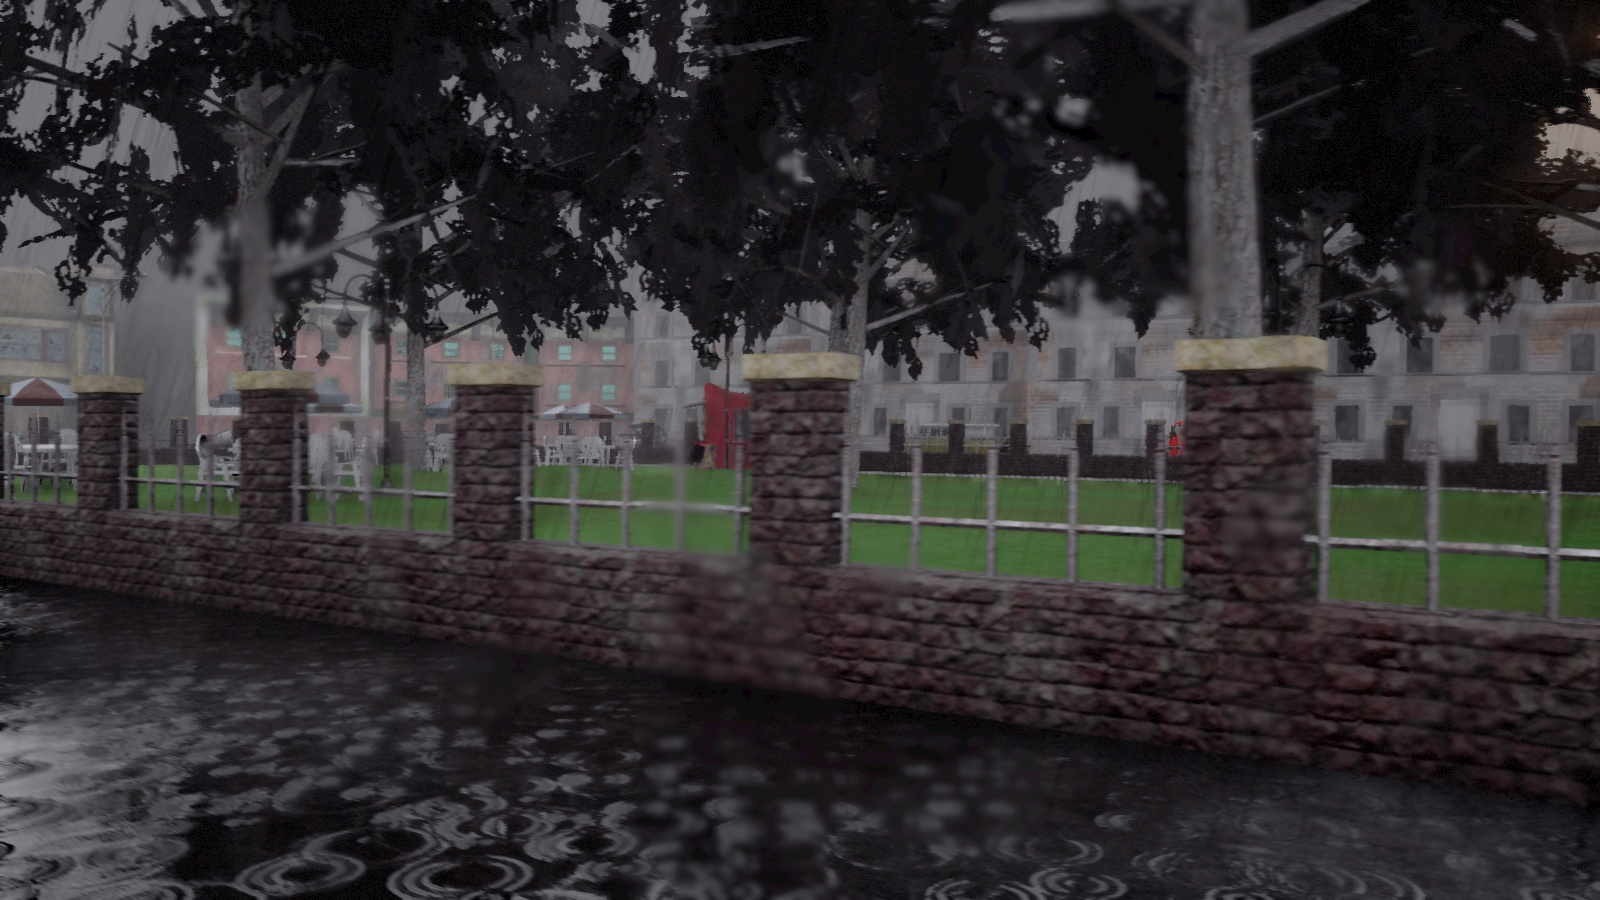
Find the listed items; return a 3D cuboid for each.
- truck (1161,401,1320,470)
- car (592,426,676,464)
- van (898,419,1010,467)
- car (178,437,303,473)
[{"bbox_3d":[16.634,-0.555,47.490,5.204,2.467,2.627,0,1,33],"label":"truck"},{"bbox_3d":[-8.470,-0.269,63.947,3.866,1.878,1.905,0,1,30],"label":"car"},{"bbox_3d":[6.602,-0.315,54.124,4.442,1.987,1.775,0,1,33],"label":"van"},{"bbox_3d":[-25.124,0.191,56.596,1.837,1.490,4.892,0,1,34],"label":"car"}]
